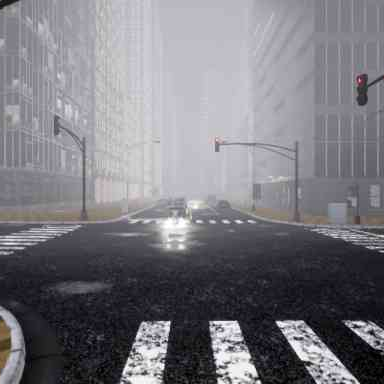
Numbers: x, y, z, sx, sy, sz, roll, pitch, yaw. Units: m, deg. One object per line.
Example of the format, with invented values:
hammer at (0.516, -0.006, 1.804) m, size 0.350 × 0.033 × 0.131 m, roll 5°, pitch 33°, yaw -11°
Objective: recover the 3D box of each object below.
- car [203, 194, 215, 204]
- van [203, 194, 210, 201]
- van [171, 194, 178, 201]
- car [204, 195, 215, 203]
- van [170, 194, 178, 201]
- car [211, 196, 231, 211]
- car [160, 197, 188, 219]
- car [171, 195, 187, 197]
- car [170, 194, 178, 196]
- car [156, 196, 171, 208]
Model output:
car at (3.616, 1.313, 63.903) m, size 2.192 × 1.841 × 5.009 m, roll 0°, pitch 0°, yaw 0°
van at (3.502, 1.321, 80.486) m, size 1.690 × 1.788 × 3.998 m, roll 0°, pitch 0°, yaw 0°
van at (-4.416, 1.315, 85.960) m, size 1.690 × 1.788 × 3.998 m, roll 0°, pitch 0°, yaw 0°
car at (3.578, 1.432, 69.432) m, size 1.967 × 1.590 × 4.097 m, roll 0°, pitch 0°, yaw 0°
van at (-4.378, 1.321, 80.432) m, size 1.690 × 1.788 × 3.998 m, roll 0°, pitch 0°, yaw 0°
car at (3.817, 1.579, 41.795) m, size 1.947 × 1.339 × 4.313 m, roll 0°, pitch 0°, yaw 0°
car at (-1.472, 1.510, 29.546) m, size 2.128 × 1.511 × 4.902 m, roll 0°, pitch 0°, yaw -2°
car at (-1.665, 1.538, 44.569) m, size 1.812 × 1.442 × 4.674 m, roll 0°, pitch 0°, yaw 0°
car at (-4.264, 1.564, 63.850) m, size 1.947 × 1.339 × 4.313 m, roll 0°, pitch 0°, yaw 0°
car at (-4.150, 1.592, 47.267) m, size 1.802 × 1.307 × 4.206 m, roll 0°, pitch 0°, yaw 0°
